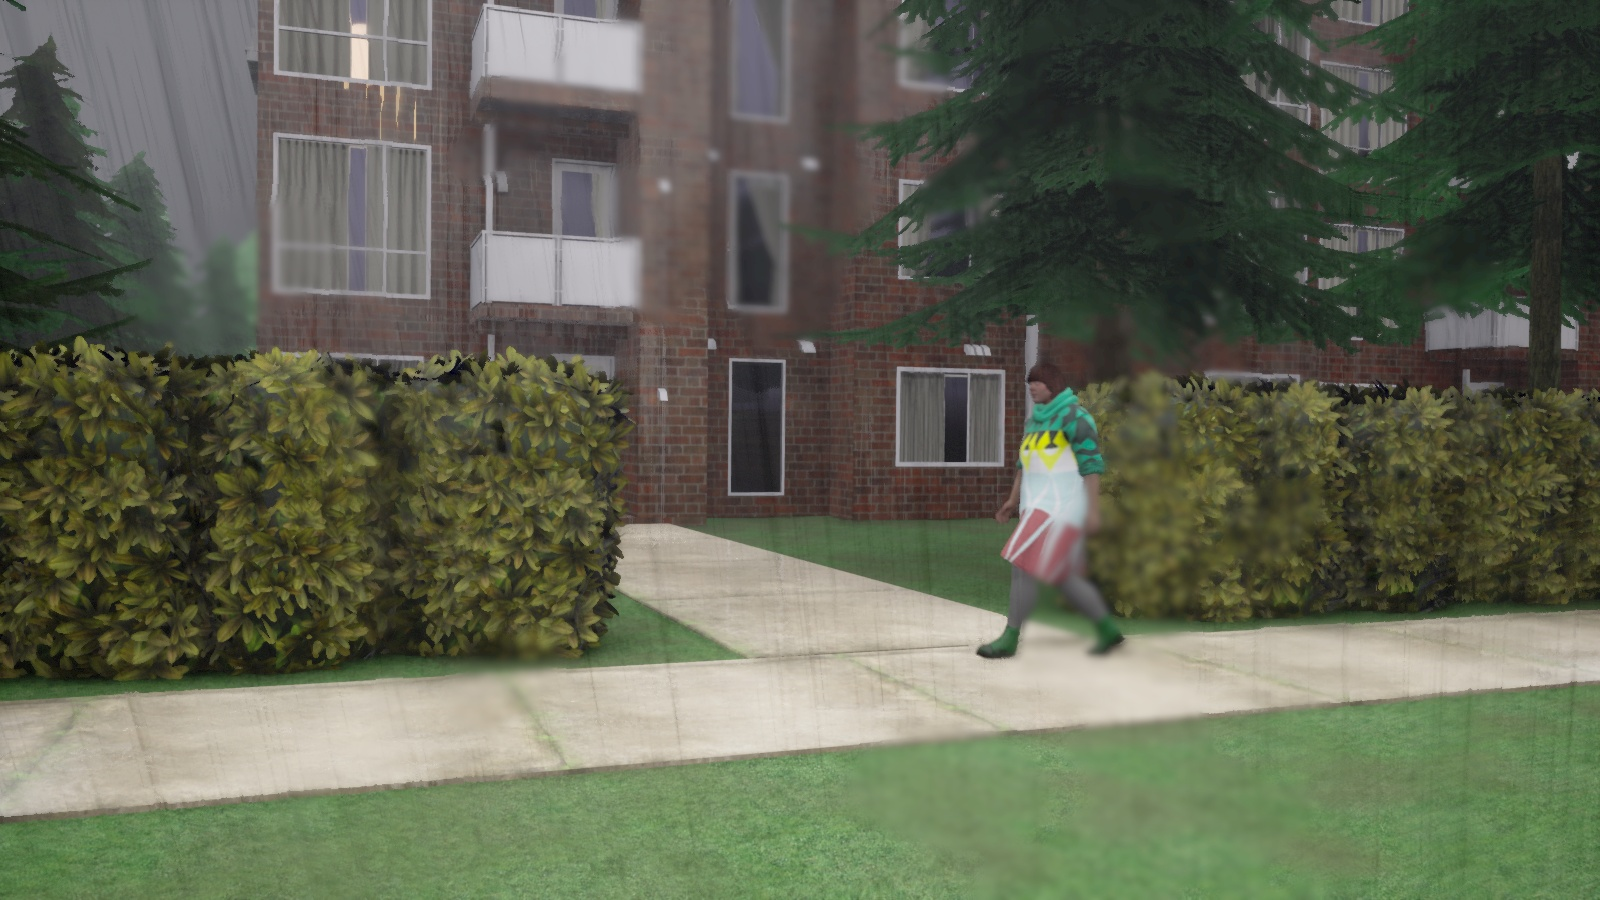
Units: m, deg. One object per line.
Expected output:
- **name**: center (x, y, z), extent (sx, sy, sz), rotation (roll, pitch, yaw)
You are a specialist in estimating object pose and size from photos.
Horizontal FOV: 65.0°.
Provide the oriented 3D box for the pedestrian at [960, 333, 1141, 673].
- **pedestrian**: center (1.501, 0.297, 7.606), extent (0.873, 1.952, 0.659), rotation (-1, 1, -11)
